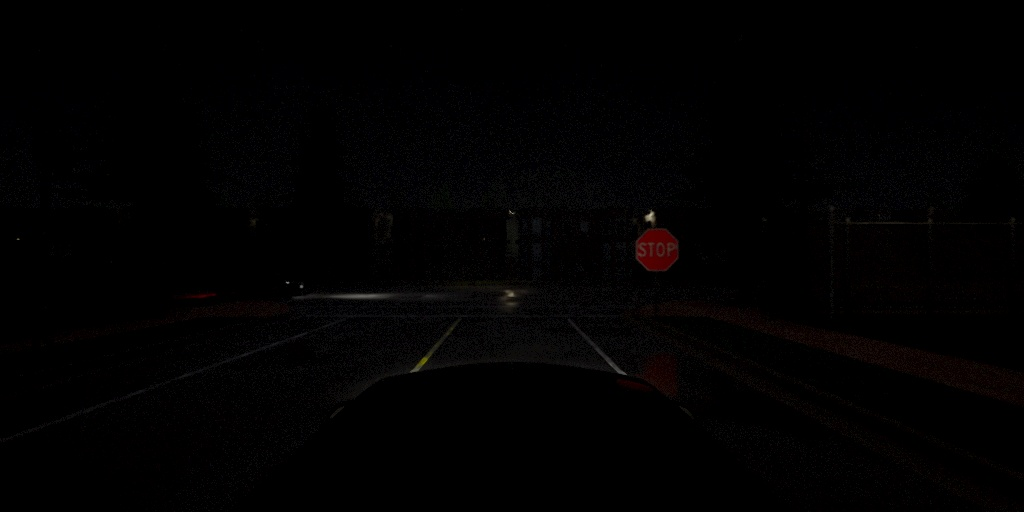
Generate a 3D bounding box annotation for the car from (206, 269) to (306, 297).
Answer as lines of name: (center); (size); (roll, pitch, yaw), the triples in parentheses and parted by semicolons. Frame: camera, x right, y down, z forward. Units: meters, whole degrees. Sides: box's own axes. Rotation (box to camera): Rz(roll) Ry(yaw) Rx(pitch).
car: (-14.361, 1.465, 20.283); (4.902, 1.511, 2.128); (0, -1, -1)
